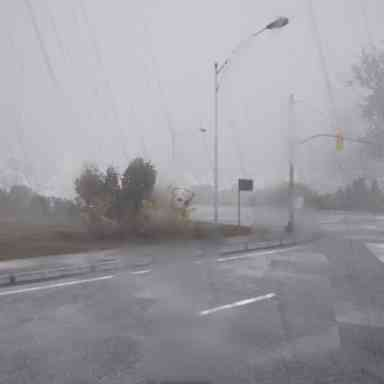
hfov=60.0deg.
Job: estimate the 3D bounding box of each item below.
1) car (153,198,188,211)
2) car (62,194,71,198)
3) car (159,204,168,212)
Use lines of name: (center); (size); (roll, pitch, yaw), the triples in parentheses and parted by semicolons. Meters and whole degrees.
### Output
car: (-2.764, 1.488, 41.119); (1.837, 1.490, 4.892); (0, 0, -39)
car: (-34.099, 1.333, 87.366); (2.097, 1.767, 4.553); (0, 0, -35)
car: (-5.073, 1.512, 38.403); (1.812, 1.442, 4.674); (0, 0, -39)
